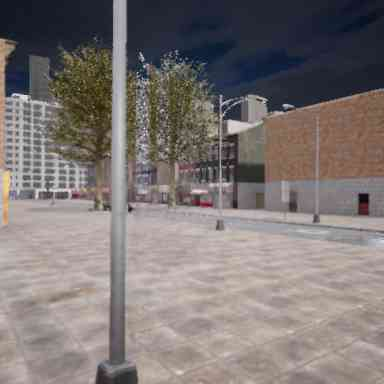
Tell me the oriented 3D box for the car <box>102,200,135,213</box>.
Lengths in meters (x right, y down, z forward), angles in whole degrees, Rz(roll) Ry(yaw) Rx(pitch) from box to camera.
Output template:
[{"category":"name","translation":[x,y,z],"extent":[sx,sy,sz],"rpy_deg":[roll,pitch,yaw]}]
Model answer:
[{"category":"car","translation":[-8.300,1.540,37.048],"extent":[2.033,1.411,5.357],"rpy_deg":[1,0,-35]}]
